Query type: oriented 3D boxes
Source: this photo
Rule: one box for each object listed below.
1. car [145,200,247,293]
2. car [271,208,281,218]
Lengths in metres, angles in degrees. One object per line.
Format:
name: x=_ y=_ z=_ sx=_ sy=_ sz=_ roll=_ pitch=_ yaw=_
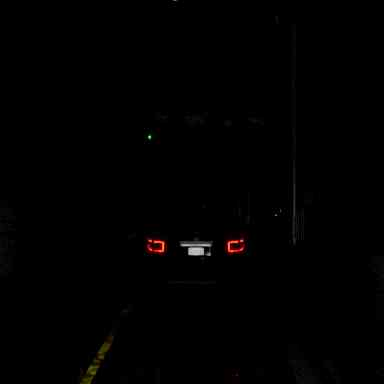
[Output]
car: x=0.079 y=1.222 z=9.010 sx=2.150 sy=2.045 sz=5.566 roll=0 pitch=0 yaw=0
car: x=9.047 y=1.588 z=27.633 sx=4.718 sy=1.301 sz=1.895 roll=0 pitch=0 yaw=-10
